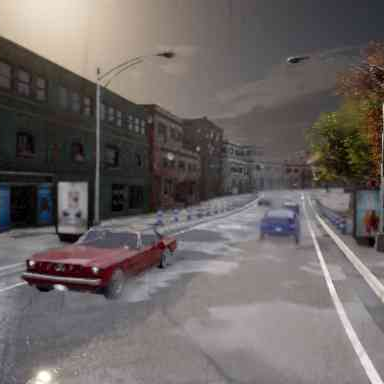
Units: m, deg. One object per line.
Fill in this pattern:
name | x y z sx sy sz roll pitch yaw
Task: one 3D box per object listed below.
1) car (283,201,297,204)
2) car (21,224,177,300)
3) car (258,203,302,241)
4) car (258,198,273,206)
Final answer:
car | 10.517 1.737 35.723 1.882 1.535 5.008 1 1 18
car | -1.956 1.550 8.544 1.895 1.301 4.718 1 0 16
car | 4.761 1.608 17.736 1.882 1.535 5.008 1 0 18
car | 10.724 1.531 48.418 1.895 1.301 4.718 1 2 18
